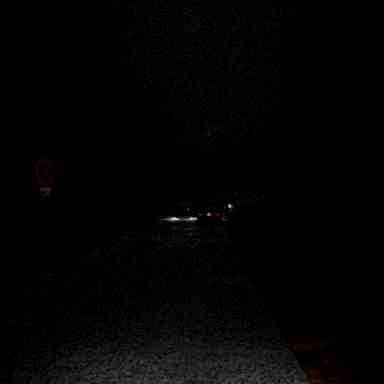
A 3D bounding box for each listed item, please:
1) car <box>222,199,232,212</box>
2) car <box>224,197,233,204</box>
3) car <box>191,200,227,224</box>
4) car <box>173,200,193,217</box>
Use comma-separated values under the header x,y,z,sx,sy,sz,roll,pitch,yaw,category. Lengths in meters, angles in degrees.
x,y,z,sx,sy,sz,roll,pitch,yaw,category
3.760,1.912,42.850,1.895,1.301,4.718,1,-1,9,car
7.869,1.969,73.327,2.128,1.511,4.902,1,1,16,car
1.400,1.615,25.283,2.033,1.411,5.357,1,0,6,car
-0.661,1.591,33.131,1.882,1.535,5.008,1,-1,8,car
